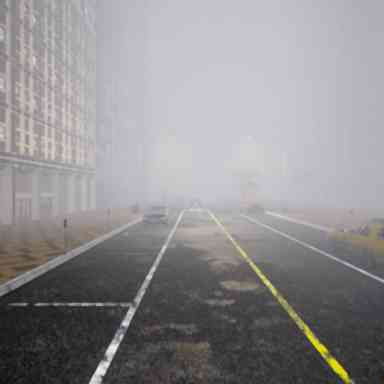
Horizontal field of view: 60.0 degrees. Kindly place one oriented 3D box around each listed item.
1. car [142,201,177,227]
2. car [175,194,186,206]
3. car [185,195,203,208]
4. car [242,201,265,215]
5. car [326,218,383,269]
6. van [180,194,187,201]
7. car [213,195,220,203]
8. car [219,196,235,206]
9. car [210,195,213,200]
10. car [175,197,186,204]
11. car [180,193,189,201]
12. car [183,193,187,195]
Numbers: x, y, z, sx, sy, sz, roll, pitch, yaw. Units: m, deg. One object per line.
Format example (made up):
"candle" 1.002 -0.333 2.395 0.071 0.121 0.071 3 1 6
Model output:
"car" -2.278 1.548 22.270 2.008 1.369 4.403 0 0 0
"car" -2.173 1.527 55.949 1.752 1.417 4.829 0 0 0
"car" 0.498 1.504 47.182 2.128 1.511 4.902 0 0 0
"car" 6.138 1.579 33.540 1.887 1.381 4.507 0 0 0
"car" 6.068 1.554 11.139 1.752 1.417 4.829 0 0 0
"van" -2.085 1.338 84.325 1.690 1.788 3.998 0 0 0
"car" 6.262 1.584 73.039 2.008 1.369 4.403 0 0 0
"car" 6.209 1.586 56.111 2.008 1.369 4.403 0 0 0
"car" 6.297 1.582 84.325 2.008 1.369 4.403 0 0 0
"car" -2.154 1.583 61.760 1.802 1.307 4.206 0 0 0
"car" -2.067 1.310 89.967 2.192 1.841 5.009 0 0 0
"car" -2.121 1.314 73.042 2.192 1.841 5.009 0 0 0
